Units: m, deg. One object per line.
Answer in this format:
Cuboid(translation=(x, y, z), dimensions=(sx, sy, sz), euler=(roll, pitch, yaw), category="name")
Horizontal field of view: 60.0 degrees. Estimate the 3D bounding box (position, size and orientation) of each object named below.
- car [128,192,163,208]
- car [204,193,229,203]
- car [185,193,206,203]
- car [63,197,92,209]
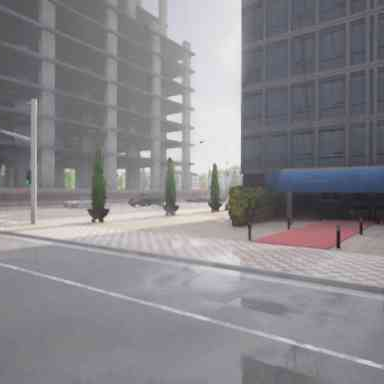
Cuboid(translation=(-6.382, 1.065, 46.570), dimensions=(2.150, 2.045, 5.566), euler=(0, 0, 36), category="car")
Cuboid(translation=(4.741, 1.407, 61.860), dimensions=(1.837, 1.490, 4.892), euler=(0, 0, 36), category="car")
Cuboid(translation=(0.913, 1.376, 62.559), dimensions=(2.033, 1.411, 5.357), euler=(0, 0, 36), category="car")
Cuboid(translation=(-13.951, 1.353, 42.051), dimensions=(1.812, 1.442, 4.674), euler=(0, 0, 36), category="car")
